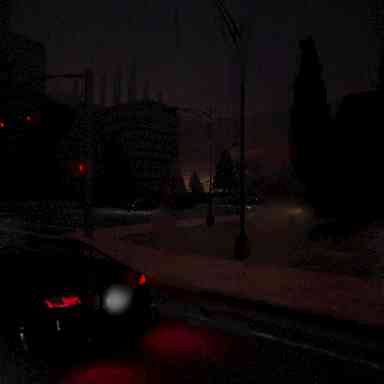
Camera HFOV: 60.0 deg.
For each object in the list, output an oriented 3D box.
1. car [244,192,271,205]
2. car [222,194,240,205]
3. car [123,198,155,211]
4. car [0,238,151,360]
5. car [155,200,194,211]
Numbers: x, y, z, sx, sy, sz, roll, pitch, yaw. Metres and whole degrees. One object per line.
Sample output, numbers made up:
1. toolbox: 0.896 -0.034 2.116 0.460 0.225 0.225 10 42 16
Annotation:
1. car: 11.310 1.359 57.555 2.097 1.767 4.553 0 0 37
2. car: 7.735 1.508 58.629 1.837 1.490 4.892 0 0 37
3. car: -6.104 1.452 40.094 1.882 1.535 5.008 0 0 37
4. car: -2.751 1.555 6.018 4.181 1.385 1.994 0 0 36
5. car: -1.857 1.585 39.947 1.895 1.301 4.718 0 0 37
